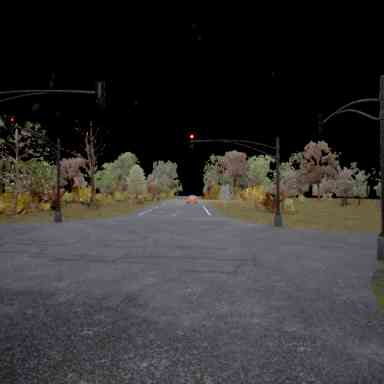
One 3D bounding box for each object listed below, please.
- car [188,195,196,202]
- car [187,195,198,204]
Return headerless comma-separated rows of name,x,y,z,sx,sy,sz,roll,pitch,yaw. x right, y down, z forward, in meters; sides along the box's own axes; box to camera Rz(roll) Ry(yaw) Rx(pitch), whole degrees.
car,0.081,1.449,77.994,1.812,1.442,4.674,0,0,0
car,0.071,1.423,67.959,2.097,1.767,4.553,0,0,0
